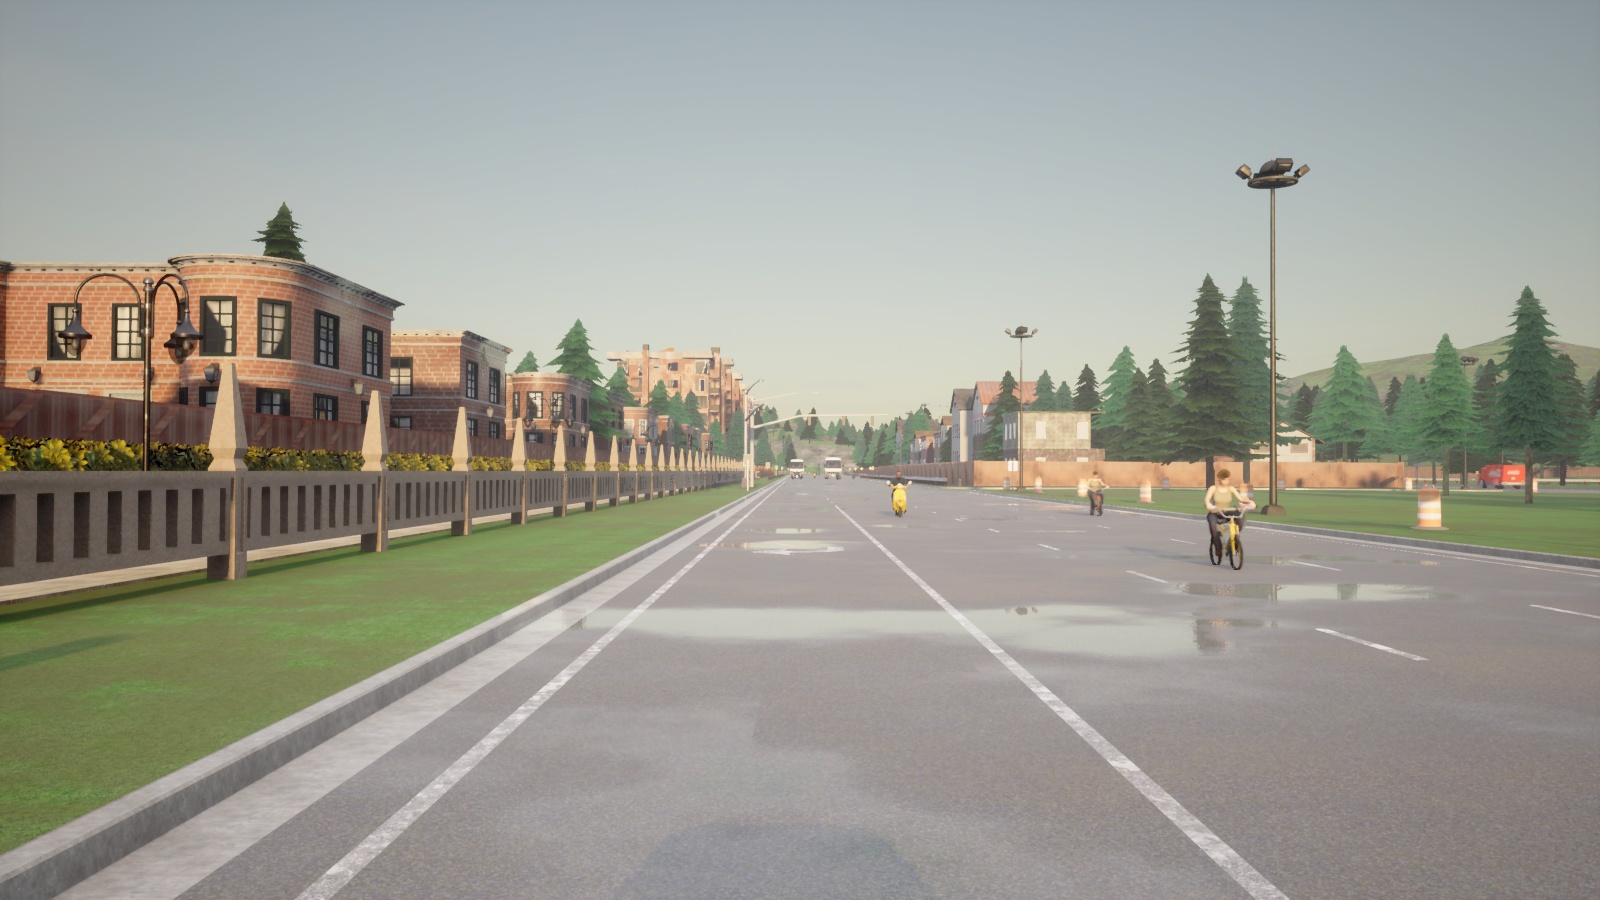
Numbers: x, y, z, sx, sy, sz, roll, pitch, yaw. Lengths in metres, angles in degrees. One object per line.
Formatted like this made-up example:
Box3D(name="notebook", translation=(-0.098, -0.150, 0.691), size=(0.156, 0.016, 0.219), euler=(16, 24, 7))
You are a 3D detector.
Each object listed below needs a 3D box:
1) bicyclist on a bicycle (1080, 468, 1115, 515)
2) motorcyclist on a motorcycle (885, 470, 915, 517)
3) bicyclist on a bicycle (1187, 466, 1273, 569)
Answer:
Box3D(name="bicyclist on a bicycle", translation=(10.380, 1.444, 43.862), size=(0.866, 1.612, 1.509), euler=(0, -1, -1))
Box3D(name="motorcyclist on a motorcycle", translation=(3.401, 1.475, 42.996), size=(0.866, 1.590, 1.817), euler=(0, -1, 0))
Box3D(name="bicyclist on a bicycle", translation=(6.951, 1.065, 20.380), size=(0.866, 1.612, 1.509), euler=(0, -1, 0))
